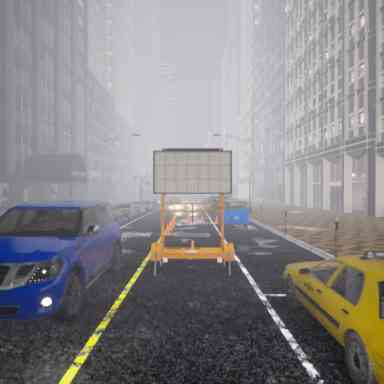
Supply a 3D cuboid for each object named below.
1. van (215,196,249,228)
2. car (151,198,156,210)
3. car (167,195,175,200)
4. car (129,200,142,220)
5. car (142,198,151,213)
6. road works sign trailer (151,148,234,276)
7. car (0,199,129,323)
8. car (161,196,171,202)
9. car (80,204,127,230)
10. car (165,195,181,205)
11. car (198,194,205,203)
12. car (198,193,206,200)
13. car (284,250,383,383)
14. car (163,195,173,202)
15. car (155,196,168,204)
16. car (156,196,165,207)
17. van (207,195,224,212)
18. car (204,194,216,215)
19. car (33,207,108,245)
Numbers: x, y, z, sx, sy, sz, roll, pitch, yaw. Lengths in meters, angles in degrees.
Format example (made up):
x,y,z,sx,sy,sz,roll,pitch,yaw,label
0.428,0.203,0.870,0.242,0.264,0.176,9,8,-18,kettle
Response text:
x,y,z,sx,sy,sz,roll,pitch,yaw,label
2.690,1.336,21.912,1.690,1.788,3.998,-1,0,0,van
-5.682,1.573,38.967,1.802,1.307,4.206,-1,0,0,car
-5.661,1.501,89.950,1.752,1.417,4.829,-1,0,0,car
-5.687,1.538,27.599,1.887,1.381,4.507,-1,0,0,car
-5.685,1.543,33.283,2.008,1.369,4.403,-1,0,0,car
0.020,0.462,10.279,2.380,3.560,2.880,0,0,0,road works sign trailer
-3.099,1.220,7.547,2.150,2.045,5.566,0,0,0,car
-5.668,1.563,73.068,1.802,1.307,4.206,-1,0,0,car
-5.689,1.561,21.916,1.947,1.339,4.313,-1,0,0,car
-2.997,1.479,57.904,2.128,1.511,4.902,0,0,0,car
2.708,1.536,61.697,2.008,1.369,4.403,-1,0,0,car
2.717,1.291,90.116,2.192,1.841,5.009,-1,0,0,car
2.685,1.524,5.031,1.752,1.417,4.829,-1,0,0,car
-5.667,1.420,78.752,1.967,1.590,4.097,-1,0,0,car
-5.673,1.536,61.701,2.008,1.369,4.403,-1,0,0,car
-5.678,1.539,50.334,2.008,1.369,4.403,-1,0,0,car
2.696,1.332,38.963,1.690,1.788,3.998,-1,0,0,van
2.694,1.307,33.279,2.192,1.841,5.009,-1,0,0,car
-5.691,1.547,16.232,2.008,1.369,4.403,-1,0,0,car
